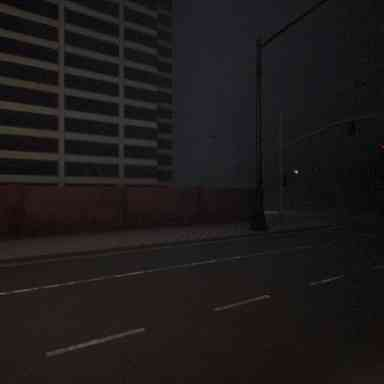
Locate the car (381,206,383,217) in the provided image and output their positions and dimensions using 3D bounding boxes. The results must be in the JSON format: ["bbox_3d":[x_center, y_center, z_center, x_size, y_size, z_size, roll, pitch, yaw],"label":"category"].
[{"bbox_3d":[17.101,1.507,25.272,1.837,1.490,4.892,0,-1,-36],"label":"car"}]
